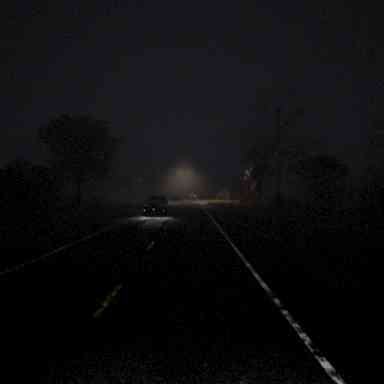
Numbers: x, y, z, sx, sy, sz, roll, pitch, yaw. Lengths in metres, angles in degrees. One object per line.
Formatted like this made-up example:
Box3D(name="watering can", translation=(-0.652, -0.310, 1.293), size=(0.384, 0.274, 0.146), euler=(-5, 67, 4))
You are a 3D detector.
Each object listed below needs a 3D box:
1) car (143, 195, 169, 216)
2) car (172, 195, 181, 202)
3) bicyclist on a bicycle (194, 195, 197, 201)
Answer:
Box3D(name="car", translation=(-3.602, 1.287, 34.052), size=(2.150, 2.045, 5.566), euler=(0, 0, 0))
Box3D(name="car", translation=(-3.507, 1.450, 75.404), size=(2.128, 1.511, 4.902), euler=(0, 0, 0))
Box3D(name="bicyclist on a bicycle", translation=(0.944, 1.515, 87.471), size=(0.866, 1.612, 1.509), euler=(0, 0, 0))
